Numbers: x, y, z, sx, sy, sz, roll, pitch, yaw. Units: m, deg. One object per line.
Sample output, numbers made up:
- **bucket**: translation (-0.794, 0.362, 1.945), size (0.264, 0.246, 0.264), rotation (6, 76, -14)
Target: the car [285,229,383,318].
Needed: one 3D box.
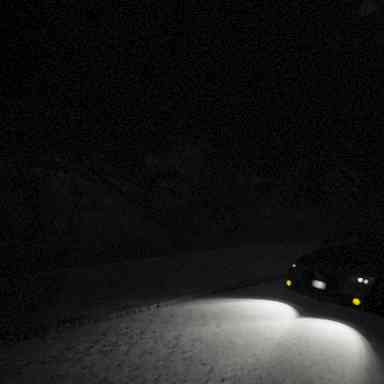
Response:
- **car**: translation (4.025, 1.562, 7.412), size (4.181, 1.385, 1.994), rotation (0, 0, -35)
